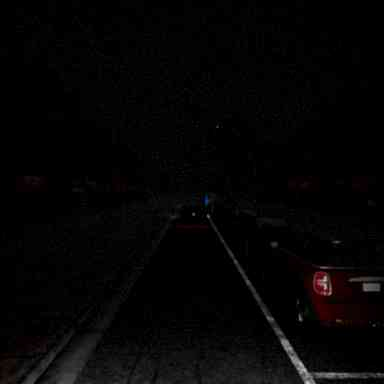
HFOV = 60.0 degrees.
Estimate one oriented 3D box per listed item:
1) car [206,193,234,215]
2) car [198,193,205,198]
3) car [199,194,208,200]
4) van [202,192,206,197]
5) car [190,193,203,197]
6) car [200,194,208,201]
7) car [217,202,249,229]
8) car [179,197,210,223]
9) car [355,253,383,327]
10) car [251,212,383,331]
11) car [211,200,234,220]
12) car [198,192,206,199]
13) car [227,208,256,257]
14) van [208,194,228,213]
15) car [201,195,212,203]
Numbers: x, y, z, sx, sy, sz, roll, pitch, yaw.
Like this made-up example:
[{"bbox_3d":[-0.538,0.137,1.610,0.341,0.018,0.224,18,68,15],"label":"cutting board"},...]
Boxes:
[{"bbox_3d":[2.638,1.175,29.006,2.192,1.841,5.009,0,0,0],"label":"car"},{"bbox_3d":[2.636,1.081,95.724,1.752,1.417,4.829,0,0,0],"label":"car"},{"bbox_3d":[2.636,1.167,78.917,2.008,1.369,4.403,0,0,0],"label":"car"},{"bbox_3d":[2.638,1.115,45.643,1.690,1.788,3.998,0,0,0],"label":"van"},{"bbox_3d":[0.100,1.274,41.242,1.882,1.535,5.008,0,0,0],"label":"car"},{"bbox_3d":[2.636,1.161,73.543,1.752,1.417,4.829,0,0,0],"label":"car"},{"bbox_3d":[2.638,1.468,17.916,2.008,1.369,4.403,0,0,0],"label":"car"},{"bbox_3d":[0.098,1.361,24.553,1.882,1.535,5.008,0,0,0],"label":"car"},{"bbox_3d":[2.638,1.435,1.276,1.967,1.590,4.097,0,0,0],"label":"car"},{"bbox_3d":[2.638,1.411,6.823,1.967,1.590,4.097,0,0,0],"label":"car"},{"bbox_3d":[2.638,1.454,23.462,1.947,1.339,4.313,0,0,0],"label":"car"},{"bbox_3d":[2.636,0.891,90.007,2.192,1.841,5.009,0,0,0],"label":"car"},{"bbox_3d":[2.638,1.496,12.371,2.008,1.369,4.403,0,0,0],"label":"car"},{"bbox_3d":[2.638,1.172,34.552,1.690,1.788,3.998,0,0,0],"label":"van"},{"bbox_3d":[2.638,1.233,62.282,1.887,1.381,4.507,0,0,0],"label":"car"}]
